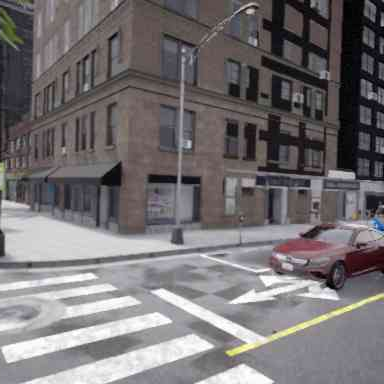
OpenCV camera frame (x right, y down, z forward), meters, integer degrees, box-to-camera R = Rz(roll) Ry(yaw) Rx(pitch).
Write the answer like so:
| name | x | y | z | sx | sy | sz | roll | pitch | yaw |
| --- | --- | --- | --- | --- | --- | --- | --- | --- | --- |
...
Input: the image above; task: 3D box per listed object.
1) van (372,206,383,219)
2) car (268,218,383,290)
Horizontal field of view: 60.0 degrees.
| name | x | y | z | sx | sy | sz | roll | pitch | yaw |
| --- | --- | --- | --- | --- | --- | --- | --- | --- | --- |
| van | 11.727 | 1.654 | 18.714 | 3.998 | 1.788 | 1.690 | 2 | 0 | -38 |
| car | 4.238 | 1.641 | 9.575 | 4.674 | 1.442 | 1.812 | 2 | 1 | -36 |
